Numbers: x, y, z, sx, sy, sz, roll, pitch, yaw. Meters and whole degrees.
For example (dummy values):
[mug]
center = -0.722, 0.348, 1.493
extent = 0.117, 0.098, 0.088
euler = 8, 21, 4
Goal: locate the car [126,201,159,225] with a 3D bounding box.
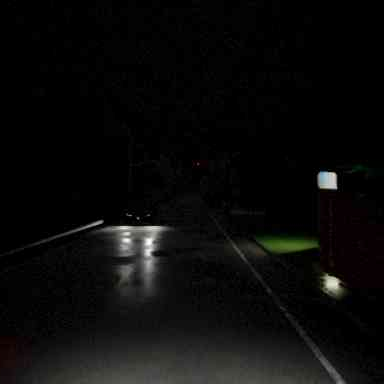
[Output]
[car]
center = -3.508, 1.477, 24.140
extent = 1.837, 1.490, 4.892
euler = 0, 0, 0
